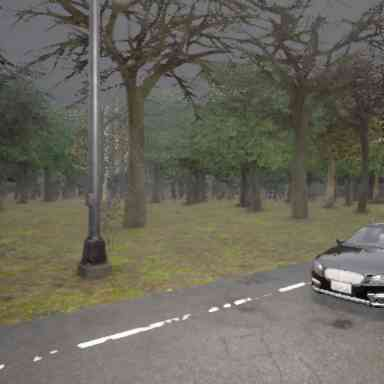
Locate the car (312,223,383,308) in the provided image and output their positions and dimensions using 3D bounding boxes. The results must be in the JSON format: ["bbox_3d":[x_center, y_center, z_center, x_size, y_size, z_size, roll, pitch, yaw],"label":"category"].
[{"bbox_3d":[4.686,1.486,7.648,4.902,1.511,2.128,0,0,-38],"label":"car"}]
